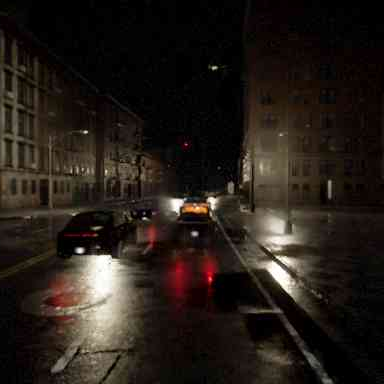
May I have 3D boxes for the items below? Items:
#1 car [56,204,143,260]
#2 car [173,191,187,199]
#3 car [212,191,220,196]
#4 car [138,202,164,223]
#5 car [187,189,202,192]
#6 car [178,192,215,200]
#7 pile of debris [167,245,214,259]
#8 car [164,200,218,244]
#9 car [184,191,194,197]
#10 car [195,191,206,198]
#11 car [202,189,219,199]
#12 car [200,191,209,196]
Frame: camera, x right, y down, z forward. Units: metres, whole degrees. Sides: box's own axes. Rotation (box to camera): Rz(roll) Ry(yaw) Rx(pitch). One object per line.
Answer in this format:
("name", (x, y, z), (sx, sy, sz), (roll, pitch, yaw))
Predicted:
("car", (-3.156, 1.379, 11.858), (1.837, 1.490, 4.892), (0, 1, 1))
("car", (-2.768, 0.747, 69.307), (1.812, 1.442, 4.674), (0, 1, 7))
("car", (6.668, 0.399, 91.263), (1.812, 1.442, 4.674), (0, 1, 8))
("car", (-2.936, 1.359, 23.248), (1.895, 1.301, 4.718), (0, 1, 2))
("car", (0.876, 0.414, 72.192), (2.150, 2.045, 5.566), (0, 1, 8))
("car", (0.369, 1.100, 24.653), (2.097, 1.767, 4.553), (0, 1, 2))
("pile of debris", (-0.044, 2.056, 11.545), (1.500, 0.140, 1.860), (0, 1, 0))
("car", (0.124, 1.338, 14.884), (2.128, 1.511, 4.902), (0, 1, 1))
("car", (-0.742, 0.501, 84.798), (1.837, 1.490, 4.892), (0, 1, 8))
("car", (2.189, 0.601, 82.168), (2.033, 1.411, 5.357), (0, 1, 8))
("car", (4.027, 0.429, 71.188), (2.150, 2.045, 5.566), (0, 1, 8))
("car", (3.447, 0.367, 91.688), (1.837, 1.490, 4.892), (0, 1, 8))
